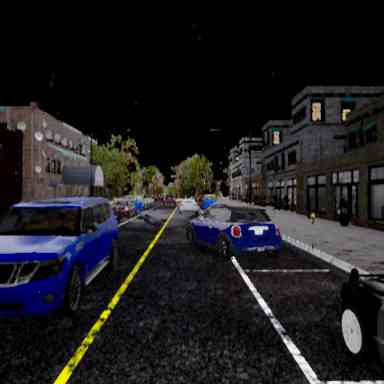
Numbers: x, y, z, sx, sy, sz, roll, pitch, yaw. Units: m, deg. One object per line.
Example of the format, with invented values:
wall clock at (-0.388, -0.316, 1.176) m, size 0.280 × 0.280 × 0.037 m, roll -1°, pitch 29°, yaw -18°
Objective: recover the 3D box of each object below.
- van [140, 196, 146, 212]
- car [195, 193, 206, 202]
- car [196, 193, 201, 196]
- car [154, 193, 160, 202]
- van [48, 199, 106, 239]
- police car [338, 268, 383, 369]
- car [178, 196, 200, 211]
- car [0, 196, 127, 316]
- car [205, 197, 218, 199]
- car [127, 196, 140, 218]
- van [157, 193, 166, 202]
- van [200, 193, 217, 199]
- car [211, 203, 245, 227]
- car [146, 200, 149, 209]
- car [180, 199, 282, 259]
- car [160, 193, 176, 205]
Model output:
van at (-6.109, 1.269, 34.193) m, size 1.690 × 1.788 × 3.998 m, roll 1°, pitch 0°, yaw -1°
car at (1.795, 1.143, 73.109) m, size 2.192 × 1.841 × 5.009 m, roll 1°, pitch 0°, yaw -1°
car at (1.920, 1.300, 62.025) m, size 1.967 × 1.590 × 4.097 m, roll 1°, pitch 0°, yaw -1°
car at (-6.528, 1.159, 67.450) m, size 2.192 × 1.841 × 5.009 m, roll 1°, pitch 0°, yaw -1°
van at (-5.900, 1.305, 17.565) m, size 1.690 × 1.788 × 3.998 m, roll 1°, pitch 0°, yaw -1°
police car at (3.097, 1.419, 3.024) m, size 1.930 × 1.638 × 5.238 m, roll 0°, pitch 0°, yaw -1°
car at (-0.349, 1.452, 35.083) m, size 1.812 × 1.442 × 4.674 m, roll 0°, pitch 0°, yaw -1°
car at (-3.199, 1.198, 7.783) m, size 2.150 × 2.045 × 5.566 m, roll 0°, pitch 1°, yaw -1°
car at (2.336, 1.465, 28.939) m, size 1.752 × 1.417 × 4.829 m, roll 1°, pitch 0°, yaw -1°
car at (-6.041, 1.381, 28.651) m, size 1.967 × 1.590 × 4.097 m, roll 1°, pitch 0°, yaw -1°
van at (-6.611, 1.169, 72.991) m, size 1.690 × 1.788 × 3.998 m, roll 1°, pitch 0°, yaw -1°
van at (2.200, 1.257, 39.855) m, size 1.690 × 1.788 × 3.998 m, roll 1°, pitch 0°, yaw -1°
car at (2.407, 1.534, 23.226) m, size 1.802 × 1.307 × 4.206 m, roll 1°, pitch 0°, yaw -1°
car at (-6.182, 1.466, 39.736) m, size 2.008 × 1.369 × 4.403 m, roll 1°, pitch 0°, yaw -1°
car at (1.409, 1.325, 12.842) m, size 2.097 × 1.767 × 4.553 m, roll 0°, pitch 0°, yaw -21°
car at (-3.710, 1.228, 55.489) m, size 2.097 × 1.767 × 4.553 m, roll 0°, pitch 0°, yaw 0°
